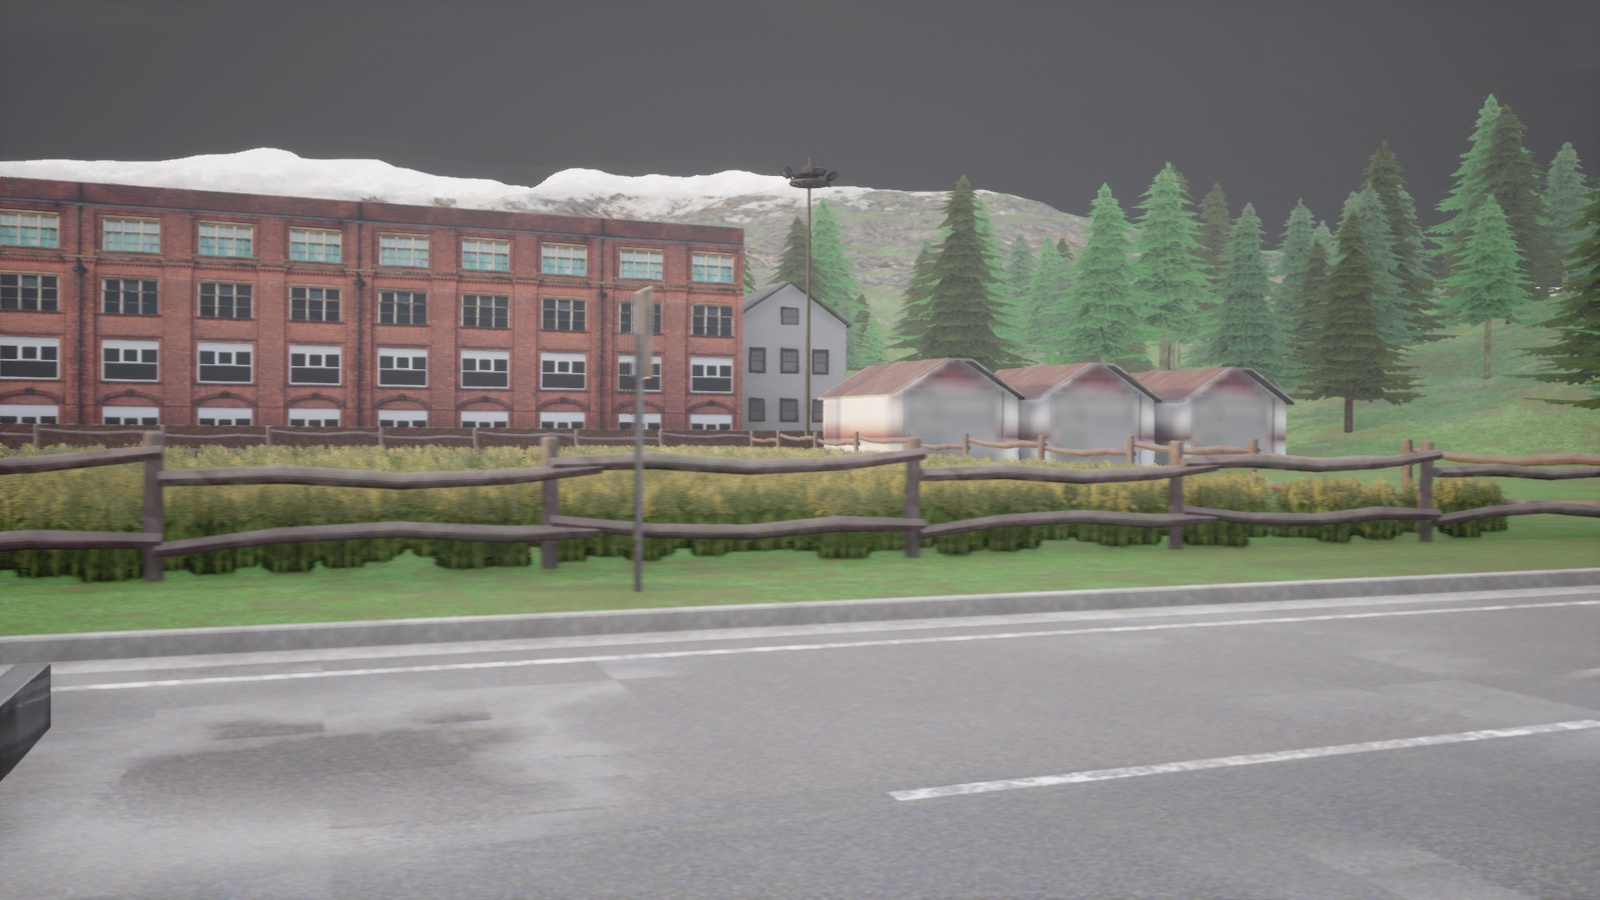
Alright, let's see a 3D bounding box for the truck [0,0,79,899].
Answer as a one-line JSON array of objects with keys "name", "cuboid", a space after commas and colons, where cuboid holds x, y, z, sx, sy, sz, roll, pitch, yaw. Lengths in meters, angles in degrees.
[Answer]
[{"name": "truck", "cuboid": [-5.473, -0.137, 1.150, 7.936, 3.462, 2.891, -1, 1, -21]}]
